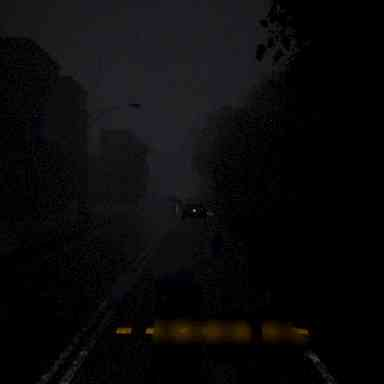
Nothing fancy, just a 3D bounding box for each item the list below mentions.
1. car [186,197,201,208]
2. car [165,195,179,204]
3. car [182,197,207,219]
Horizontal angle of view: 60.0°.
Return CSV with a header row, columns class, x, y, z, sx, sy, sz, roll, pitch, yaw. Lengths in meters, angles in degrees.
class,x,y,z,sx,sy,sz,roll,pitch,yaw
car,0.202,1.323,42.635,1.895,1.301,4.718,0,1,0
car,-3.192,1.187,53.229,1.994,1.385,4.181,0,1,0
car,0.200,1.405,27.747,1.994,1.385,4.181,0,1,1
